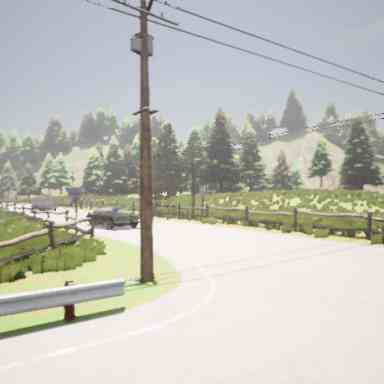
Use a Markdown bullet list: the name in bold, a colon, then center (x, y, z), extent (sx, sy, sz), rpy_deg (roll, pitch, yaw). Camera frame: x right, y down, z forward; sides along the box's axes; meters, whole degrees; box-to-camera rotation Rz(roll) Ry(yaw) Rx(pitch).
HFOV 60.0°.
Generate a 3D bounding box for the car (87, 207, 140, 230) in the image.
- **car**: center (-5.168, 1.662, 21.689), extent (1.895, 1.301, 4.718), rpy_deg (-1, 1, -36)

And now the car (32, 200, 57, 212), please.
- **car**: center (-16.461, 1.615, 36.939), extent (1.812, 1.442, 4.674), rpy_deg (-1, 1, -38)
